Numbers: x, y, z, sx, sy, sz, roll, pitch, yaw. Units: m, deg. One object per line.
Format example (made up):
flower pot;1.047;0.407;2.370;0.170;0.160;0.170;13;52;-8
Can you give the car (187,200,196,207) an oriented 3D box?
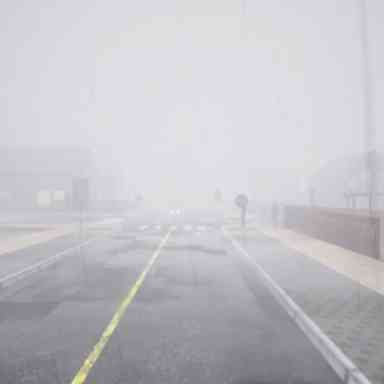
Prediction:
car;-0.010;2.655;73.366;1.994;1.385;4.181;0;-1;0

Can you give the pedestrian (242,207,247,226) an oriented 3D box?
pedestrian;3.507;1.410;22.756;0.375;1.860;0.375;-1;0;0

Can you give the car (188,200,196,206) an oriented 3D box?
car;-0.012;2.657;83.376;1.837;1.490;4.892;0;-1;0

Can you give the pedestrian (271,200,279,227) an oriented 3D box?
pedestrian;5.507;1.412;22.156;0.375;1.860;0.375;-1;0;0

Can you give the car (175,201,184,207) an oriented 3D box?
car;-2.760;2.636;73.569;1.812;1.442;4.674;0;-1;0

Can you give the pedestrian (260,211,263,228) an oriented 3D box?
pedestrian;4.507;1.765;21.556;0.500;1.100;0.500;-1;0;0

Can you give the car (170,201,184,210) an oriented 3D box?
car;-2.802;2.306;58.428;2.128;1.511;4.902;0;-1;1
